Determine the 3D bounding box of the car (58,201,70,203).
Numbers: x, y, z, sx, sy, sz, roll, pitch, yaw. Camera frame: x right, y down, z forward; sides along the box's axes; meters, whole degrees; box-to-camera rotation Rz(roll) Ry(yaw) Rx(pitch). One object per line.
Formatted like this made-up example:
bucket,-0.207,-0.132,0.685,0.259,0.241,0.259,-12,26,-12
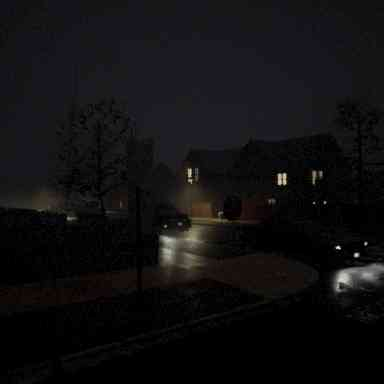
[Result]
car,-19.932,2.438,52.171,2.150,2.045,5.566,-1,-1,-36

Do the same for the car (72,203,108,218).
car,-10.120,2.243,33.586,1.882,1.535,5.008,-1,-1,-36

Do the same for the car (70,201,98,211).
car,-13.741,2.186,43.594,2.150,2.045,5.566,-1,-1,-35

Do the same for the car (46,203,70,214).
car,-19.233,2.653,46.476,2.128,1.511,4.902,-1,-1,-36

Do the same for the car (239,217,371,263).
car,4.073,1.728,13.167,2.033,1.411,5.357,-1,-1,-29

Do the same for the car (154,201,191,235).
car,-2.331,1.666,22.688,2.150,2.045,5.566,-1,0,-36
